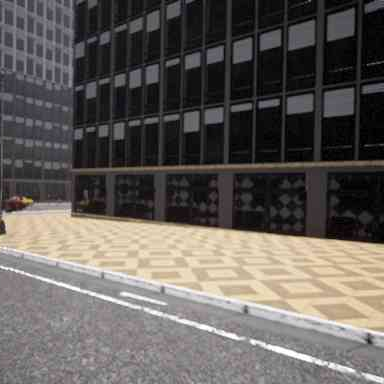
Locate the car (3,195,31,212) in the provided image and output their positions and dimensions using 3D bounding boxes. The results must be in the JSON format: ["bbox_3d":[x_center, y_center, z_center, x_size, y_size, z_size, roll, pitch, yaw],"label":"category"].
[{"bbox_3d":[-19.849,1.189,34.100,2.192,1.841,5.009,1,0,37],"label":"car"}]

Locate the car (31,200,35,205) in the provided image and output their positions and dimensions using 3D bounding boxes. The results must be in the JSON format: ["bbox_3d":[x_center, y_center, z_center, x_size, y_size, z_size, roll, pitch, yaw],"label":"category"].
[{"bbox_3d":[-23.238,1.237,43.515,1.752,1.417,4.829,1,0,37],"label":"car"}]
